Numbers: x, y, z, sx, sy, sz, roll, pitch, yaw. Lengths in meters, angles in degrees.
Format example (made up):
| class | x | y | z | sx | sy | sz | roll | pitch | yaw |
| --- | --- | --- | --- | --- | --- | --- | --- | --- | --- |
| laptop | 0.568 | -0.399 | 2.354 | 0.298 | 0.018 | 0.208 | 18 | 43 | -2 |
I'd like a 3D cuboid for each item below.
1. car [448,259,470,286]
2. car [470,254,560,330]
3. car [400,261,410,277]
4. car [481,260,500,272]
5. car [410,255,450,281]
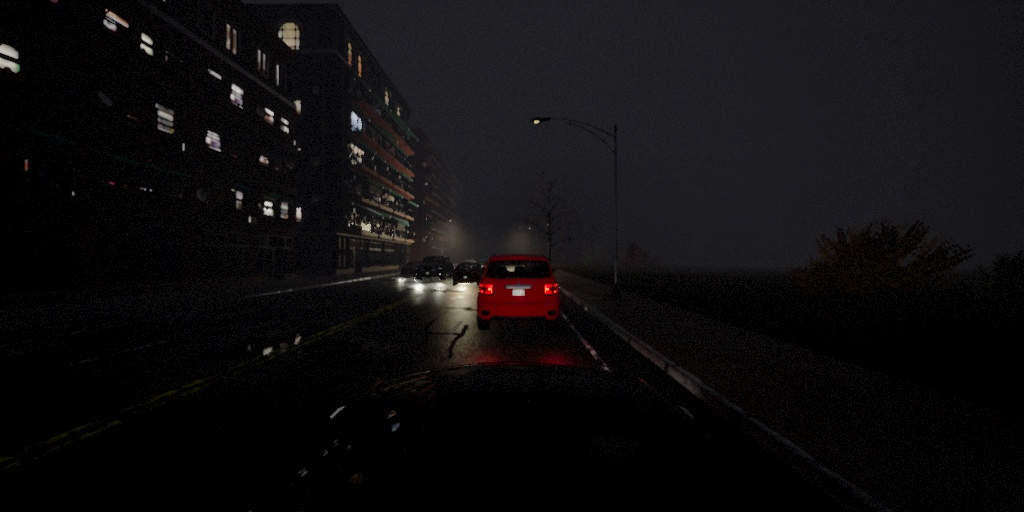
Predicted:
| class | x | y | z | sx | sy | sz | roll | pitch | yaw |
| --- | --- | --- | --- | --- | --- | --- | --- | --- | --- |
| car | -2.931 | 1.195 | 25.204 | 1.882 | 1.535 | 5.008 | 0 | 0 | 1 |
| car | 0.184 | 0.959 | 11.175 | 2.150 | 2.045 | 5.566 | 0 | 0 | 1 |
| car | -9.534 | 1.179 | 35.507 | 1.882 | 1.535 | 5.008 | 0 | 0 | 1 |
| car | -2.730 | 1.230 | 46.403 | 2.033 | 1.411 | 5.357 | 0 | 0 | 1 |
| car | -6.340 | 0.932 | 29.719 | 2.150 | 2.045 | 5.566 | 0 | 0 | 1 |
